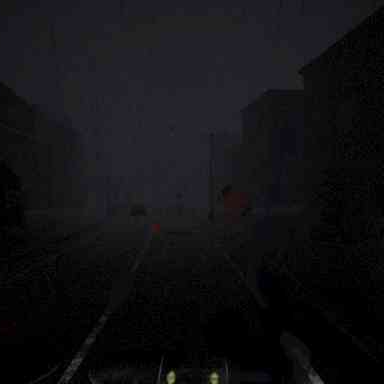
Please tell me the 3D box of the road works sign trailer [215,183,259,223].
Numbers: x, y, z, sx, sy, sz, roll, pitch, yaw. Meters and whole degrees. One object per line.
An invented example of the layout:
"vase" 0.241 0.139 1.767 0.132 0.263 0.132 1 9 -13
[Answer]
"road works sign trailer" 3.289 1.114 24.200 2.380 2.880 3.560 46 22 20

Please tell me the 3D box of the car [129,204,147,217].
"car" -6.439 2.186 40.021 1.882 1.535 5.008 0 -2 -7

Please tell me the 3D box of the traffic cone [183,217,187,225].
"traffic cone" -0.528 2.144 24.457 0.340 0.580 0.340 0 -1 -4

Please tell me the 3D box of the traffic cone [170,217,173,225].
"traffic cone" -1.524 2.148 24.378 0.340 0.580 0.340 0 -1 -4

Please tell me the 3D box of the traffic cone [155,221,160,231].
"traffic cone" -2.044 2.037 18.314 0.340 0.580 0.340 0 -1 -5
